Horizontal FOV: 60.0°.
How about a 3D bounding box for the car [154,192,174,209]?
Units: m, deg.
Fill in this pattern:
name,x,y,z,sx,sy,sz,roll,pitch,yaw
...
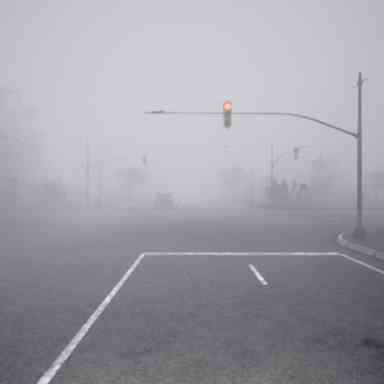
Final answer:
name,x,y,z,sx,sy,sz,roll,pitch,yaw
car,-3.444,1.068,41.544,2.150,2.045,5.566,0,1,0
